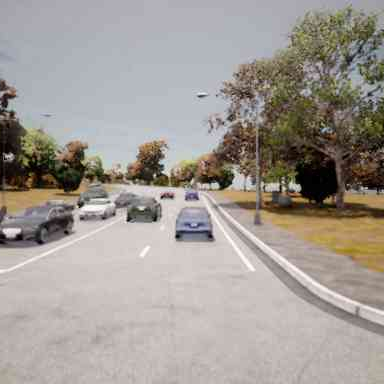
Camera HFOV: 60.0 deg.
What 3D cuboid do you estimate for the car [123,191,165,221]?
[{"bbox_3d":[-3.414,1.097,24.564,2.097,1.767,4.553,0,2,0],"label":"car"}]

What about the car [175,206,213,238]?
[{"bbox_3d":[0.090,1.459,17.301,2.033,1.411,5.357,0,1,0],"label":"car"}]

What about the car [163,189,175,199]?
[{"bbox_3d":[-3.518,0.285,48.529,1.895,1.301,4.718,0,3,0],"label":"car"}]

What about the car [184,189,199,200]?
[{"bbox_3d":[-0.025,0.342,45.881,1.812,1.442,4.674,0,3,0],"label":"car"}]

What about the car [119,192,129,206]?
[{"bbox_3d":[-7.033,0.825,35.721,1.837,1.490,4.892,0,3,0],"label":"car"}]

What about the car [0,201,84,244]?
[{"bbox_3d":[-7.099,1.429,15.545,2.128,1.511,4.902,0,1,1],"label":"car"}]

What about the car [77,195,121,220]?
[{"bbox_3d":[-7.094,1.246,25.439,1.812,1.442,4.674,0,2,0],"label":"car"}]

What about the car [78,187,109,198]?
[{"bbox_3d":[-10.522,0.529,35.971,2.150,2.045,5.566,0,3,0],"label":"car"}]
